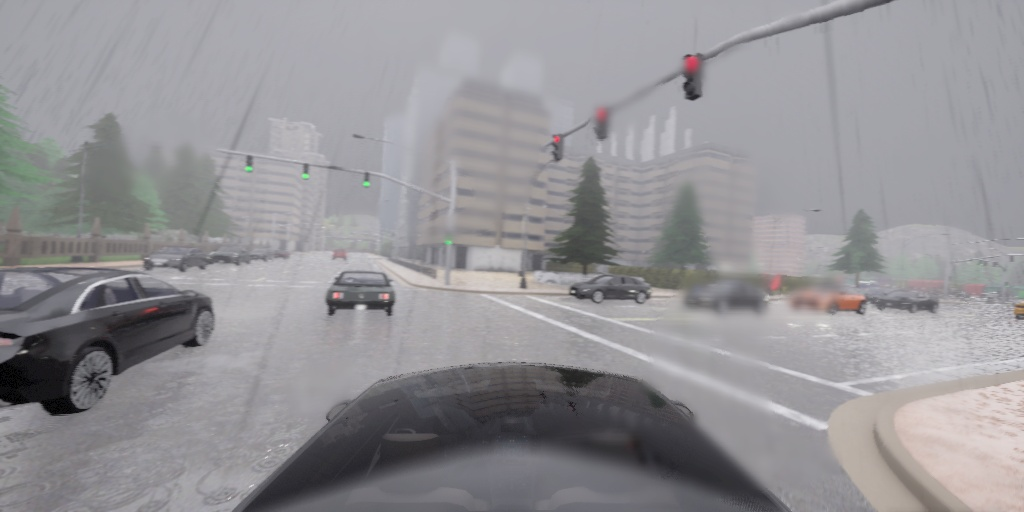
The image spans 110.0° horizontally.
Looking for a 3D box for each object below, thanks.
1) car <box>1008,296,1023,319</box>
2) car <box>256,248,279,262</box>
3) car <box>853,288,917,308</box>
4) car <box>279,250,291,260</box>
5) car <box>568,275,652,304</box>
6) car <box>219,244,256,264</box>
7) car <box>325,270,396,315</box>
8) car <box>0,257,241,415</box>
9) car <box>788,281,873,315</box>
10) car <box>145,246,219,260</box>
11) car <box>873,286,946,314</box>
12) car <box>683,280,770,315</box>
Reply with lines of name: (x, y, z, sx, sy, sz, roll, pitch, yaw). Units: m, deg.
car: (39.213, 3.985, 26.380, 5.008, 1.535, 1.882, 4, -1, -23)
car: (-28.431, -0.148, 40.689, 1.837, 1.490, 4.892, 4, -1, -22)
car: (32.626, 3.688, 31.375, 5.357, 1.411, 2.033, 4, -1, -23)
car: (-32.342, -0.201, 50.108, 1.895, 1.301, 4.718, 4, -1, -23)
car: (5.476, 1.794, 19.913, 4.892, 1.490, 1.837, 4, -1, -23)
car: (-24.511, -0.150, 31.332, 2.097, 1.767, 4.553, 4, -1, -23)
car: (-5.068, 1.138, 12.241, 1.895, 1.301, 4.718, 4, -1, -21)
car: (-5.973, 0.894, 4.950, 2.128, 1.511, 4.902, 4, -1, -21)
car: (19.325, 2.546, 21.972, 4.553, 1.767, 2.097, 4, -1, -23)
car: (-20.747, 0.135, 22.359, 2.128, 1.511, 4.902, 4, -1, -23)
car: (28.623, 3.305, 25.899, 5.008, 1.535, 1.882, 4, -1, -23)
car: (11.100, 2.138, 18.495, 4.892, 1.490, 1.837, 4, -1, -23)
